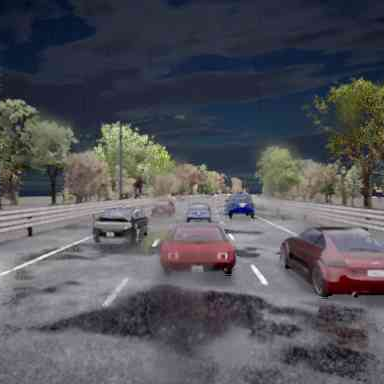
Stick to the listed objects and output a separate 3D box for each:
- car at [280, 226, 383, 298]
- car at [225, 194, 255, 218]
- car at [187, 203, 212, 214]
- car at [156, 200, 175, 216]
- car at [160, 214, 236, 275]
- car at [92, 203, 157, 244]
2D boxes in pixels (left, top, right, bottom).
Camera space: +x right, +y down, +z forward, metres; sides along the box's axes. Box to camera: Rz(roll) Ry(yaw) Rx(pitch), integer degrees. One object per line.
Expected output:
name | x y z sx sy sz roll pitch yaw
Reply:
car | 3.655 1.564 8.547 1.994 1.385 4.181 0 0 1
car | 4.239 1.229 29.813 2.150 2.045 5.566 0 0 2
car | 0.577 1.551 25.775 2.033 1.411 5.357 0 0 2
car | -2.657 1.507 31.830 1.812 1.442 4.674 2 0 3
car | 0.187 1.599 10.389 1.895 1.301 4.718 0 0 1
car | -3.181 1.468 15.667 2.128 1.511 4.902 2 0 1
